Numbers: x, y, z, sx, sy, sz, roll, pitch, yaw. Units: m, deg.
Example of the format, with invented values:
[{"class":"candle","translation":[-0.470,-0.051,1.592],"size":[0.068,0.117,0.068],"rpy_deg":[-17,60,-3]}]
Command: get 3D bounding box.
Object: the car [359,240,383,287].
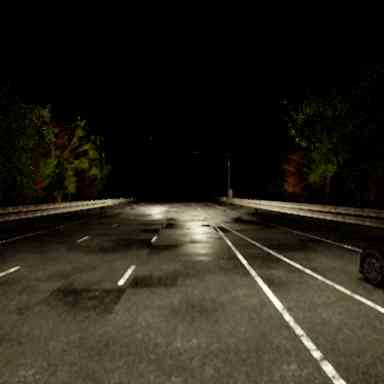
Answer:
[{"class":"car","translation":[5.398,1.437,6.550],"size":[2.033,1.649,4.856],"rpy_deg":[0,0,-6]}]
